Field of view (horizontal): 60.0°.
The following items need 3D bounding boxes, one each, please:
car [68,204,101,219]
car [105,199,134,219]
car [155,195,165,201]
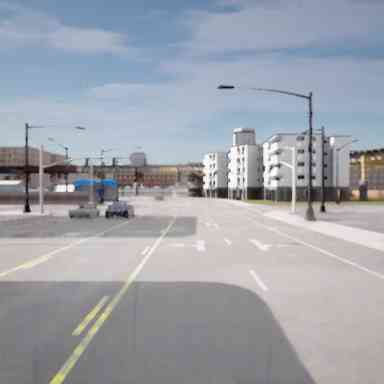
[{"bbox_3d":[-10.522,1.884,32.771,1.895,1.301,4.718,0,0,0],"label":"car"},{"bbox_3d":[-7.023,1.631,32.592,2.097,1.767,4.553,0,0,0],"label":"car"},{"bbox_3d":[-8.385,1.488,86.272,1.837,1.490,4.892,0,0,-17],"label":"car"}]
